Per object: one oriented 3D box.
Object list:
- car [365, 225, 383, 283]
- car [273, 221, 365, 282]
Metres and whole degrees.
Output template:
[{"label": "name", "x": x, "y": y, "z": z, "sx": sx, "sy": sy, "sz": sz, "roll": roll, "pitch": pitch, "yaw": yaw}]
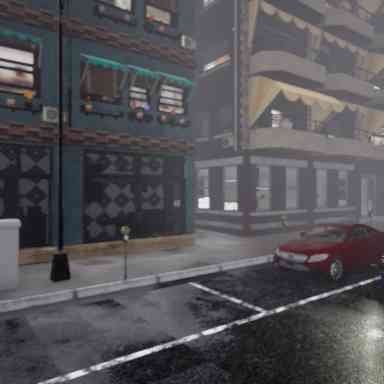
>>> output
[{"label": "car", "x": 6.433, "y": 1.422, "z": 7.969, "sx": 5.008, "sy": 1.535, "sz": 1.882, "roll": 0, "pitch": 0, "yaw": -36}, {"label": "car", "x": 4.169, "y": 1.532, "z": 9.534, "sx": 4.206, "sy": 1.307, "sz": 1.802, "roll": 0, "pitch": 0, "yaw": -36}]
